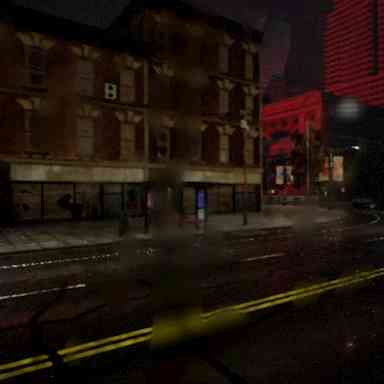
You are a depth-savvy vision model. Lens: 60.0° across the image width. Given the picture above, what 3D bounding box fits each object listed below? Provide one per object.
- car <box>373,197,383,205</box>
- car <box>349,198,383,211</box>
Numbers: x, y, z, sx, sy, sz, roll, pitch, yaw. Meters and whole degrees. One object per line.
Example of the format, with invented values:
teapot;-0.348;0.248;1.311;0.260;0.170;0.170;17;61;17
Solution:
car;33.930;1.583;57.399;2.002;1.452;4.674;0;0;-14
car;21.808;1.565;42.402;2.128;1.511;4.902;0;0;3
